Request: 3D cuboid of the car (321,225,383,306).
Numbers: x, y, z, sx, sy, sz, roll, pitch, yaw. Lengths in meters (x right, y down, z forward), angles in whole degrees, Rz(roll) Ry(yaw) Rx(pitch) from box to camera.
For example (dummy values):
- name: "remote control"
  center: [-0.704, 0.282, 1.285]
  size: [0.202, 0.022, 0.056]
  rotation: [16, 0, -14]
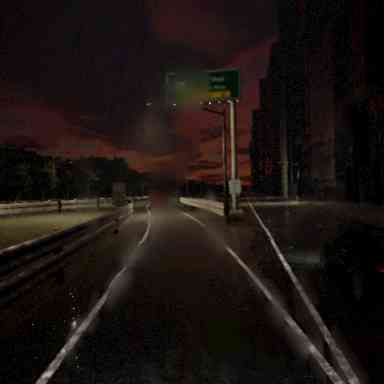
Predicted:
- name: "car"
  center: [4.341, 1.478, 7.659]
  size: [1.812, 1.442, 4.674]
  rotation: [-1, 0, 9]

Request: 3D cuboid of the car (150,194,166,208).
- name: "car"
  center: [-5.317, 1.344, 52.348]
  size: [2.150, 2.045, 5.566]
  rotation: [-1, 0, -7]
